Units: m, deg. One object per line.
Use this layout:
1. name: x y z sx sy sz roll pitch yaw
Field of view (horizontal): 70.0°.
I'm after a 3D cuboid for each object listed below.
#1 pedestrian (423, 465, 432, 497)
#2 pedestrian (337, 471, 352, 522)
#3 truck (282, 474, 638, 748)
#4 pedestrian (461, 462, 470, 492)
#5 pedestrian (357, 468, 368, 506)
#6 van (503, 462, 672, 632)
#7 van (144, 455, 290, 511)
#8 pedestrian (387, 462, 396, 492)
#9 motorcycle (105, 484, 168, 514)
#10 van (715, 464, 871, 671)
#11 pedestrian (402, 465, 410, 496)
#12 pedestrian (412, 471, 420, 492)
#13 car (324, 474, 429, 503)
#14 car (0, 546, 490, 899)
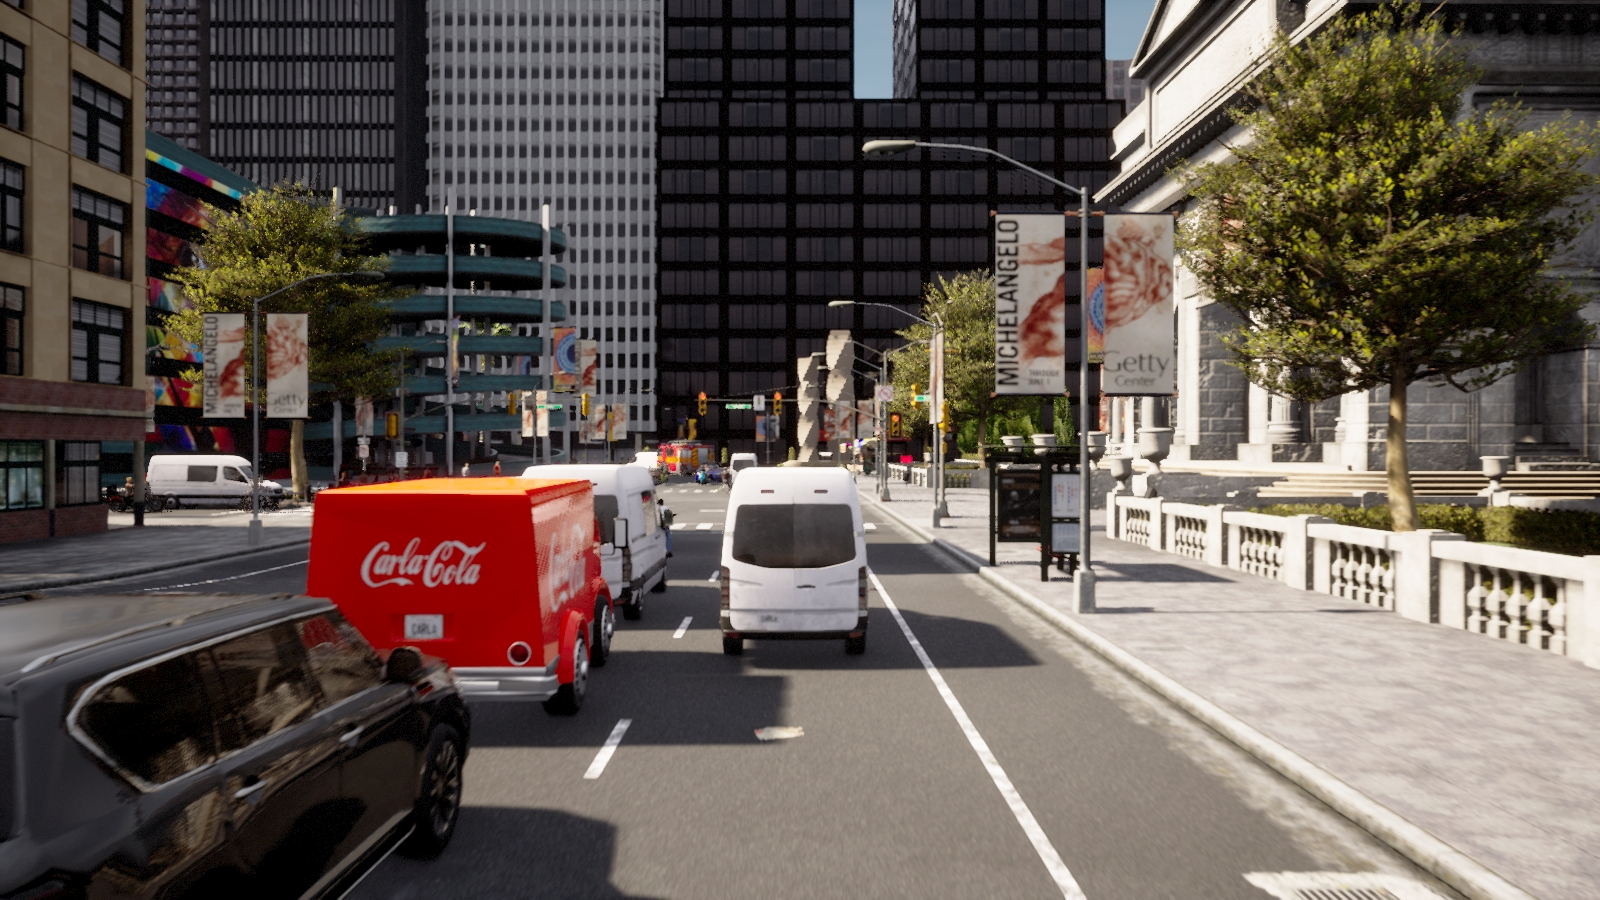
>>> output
1. pedestrian: -22.057 1.849 67.594 0.375 1.860 0.375 0 0 15
2. pedestrian: -16.752 1.697 42.028 0.375 1.860 0.375 0 0 41
3. truck: -3.572 1.568 13.354 2.627 2.467 5.204 0 0 0
4. pedestrian: -21.100 1.697 72.094 0.375 1.860 0.375 0 0 23
5. pedestrian: -21.586 1.839 56.357 0.375 1.860 0.375 0 0 9
6. van: -3.624 1.535 20.678 1.988 2.561 5.915 0 0 0
7. van: -27.594 1.536 54.182 5.915 2.561 1.988 0 0 -1
8. pedestrian: -25.713 1.697 71.913 0.375 1.860 0.375 0 0 23
9. motorcycle: -29.405 2.171 50.665 2.356 1.277 0.764 0 0 -1
10. van: -0.103 1.534 17.513 1.988 2.561 5.915 0 0 0
11. pedestrian: -23.751 1.849 68.907 0.375 1.860 0.375 0 0 -6
12. pedestrian: -24.154 1.979 71.855 0.375 1.300 0.375 0 0 35
13. car: -23.002 2.062 62.179 4.892 1.480 2.231 0 0 1
14. car: -3.496 1.780 6.197 2.150 2.045 5.566 0 0 0
